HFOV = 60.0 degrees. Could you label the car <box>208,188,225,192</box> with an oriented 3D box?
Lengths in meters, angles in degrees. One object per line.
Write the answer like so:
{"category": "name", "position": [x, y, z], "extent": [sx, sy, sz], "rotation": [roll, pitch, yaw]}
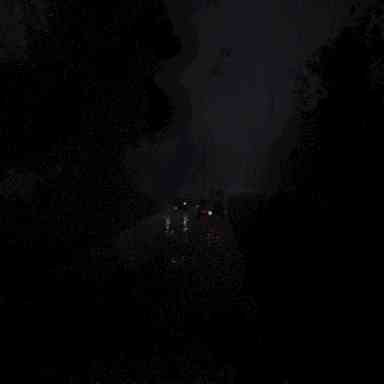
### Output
{"category": "car", "position": [3.086, 0.263, 41.525], "extent": [2.128, 1.511, 4.902], "rotation": [0, 2, 6]}

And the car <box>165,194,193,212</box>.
{"category": "car", "position": [-1.062, 0.893, 28.984], "extent": [1.895, 1.301, 4.718], "rotation": [2, 3, 6]}

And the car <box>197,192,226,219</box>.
{"category": "car", "position": [1.389, 1.020, 24.132], "extent": [1.837, 1.490, 4.892], "rotation": [0, 2, 5]}
